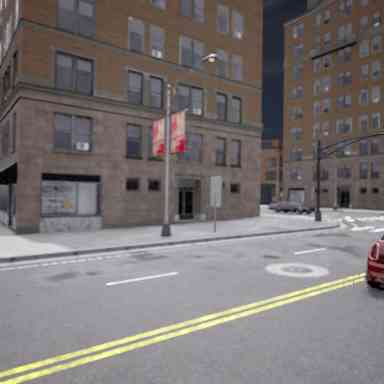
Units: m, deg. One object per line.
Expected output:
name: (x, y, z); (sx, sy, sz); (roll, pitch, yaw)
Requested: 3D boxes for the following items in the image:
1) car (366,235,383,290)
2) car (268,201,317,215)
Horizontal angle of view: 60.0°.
car: (6.220, 1.412, 8.036); (4.553, 1.767, 2.097); (1, 0, -36)
car: (10.795, 1.640, 36.063); (2.033, 1.411, 5.357); (1, -1, -36)
